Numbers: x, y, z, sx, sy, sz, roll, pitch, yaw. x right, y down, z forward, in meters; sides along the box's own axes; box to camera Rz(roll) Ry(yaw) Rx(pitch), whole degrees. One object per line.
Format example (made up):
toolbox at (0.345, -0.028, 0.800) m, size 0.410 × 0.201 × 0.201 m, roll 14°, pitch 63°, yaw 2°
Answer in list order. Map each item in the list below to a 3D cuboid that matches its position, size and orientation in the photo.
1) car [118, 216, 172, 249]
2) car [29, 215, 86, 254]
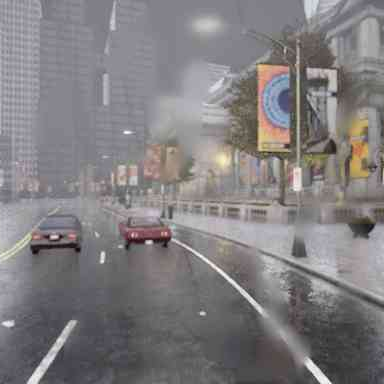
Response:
car at (-2.363, 1.749, 15.486) m, size 1.895 × 1.301 × 4.718 m, roll 0°, pitch -1°, yaw -17°
car at (-5.677, 1.688, 14.361) m, size 2.033 × 1.411 × 5.357 m, roll 0°, pitch -1°, yaw -17°
